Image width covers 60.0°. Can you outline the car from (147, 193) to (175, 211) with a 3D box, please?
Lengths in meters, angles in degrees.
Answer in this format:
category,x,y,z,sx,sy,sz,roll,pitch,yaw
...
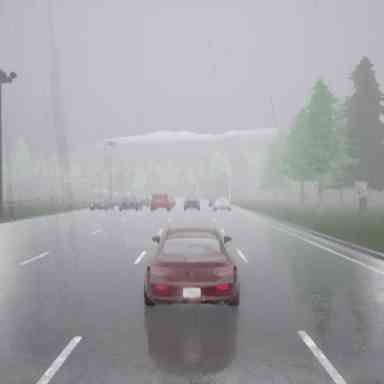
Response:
category,x,y,z,sx,sy,sz,roll,pitch,yaw
car,-3.507,1.141,38.574,2.150,2.045,5.566,0,0,0

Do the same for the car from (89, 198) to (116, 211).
category,x,y,z,sx,sy,sz,roll,pitch,yaw
car,-10.504,1.520,39.029,1.895,1.301,4.718,0,0,0

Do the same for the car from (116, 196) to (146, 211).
category,x,y,z,sx,sy,sz,roll,pitch,yaw
car,-7.008,1.272,38.663,2.097,1.767,4.553,0,0,0

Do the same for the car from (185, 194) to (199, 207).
category,x,y,z,sx,sy,sz,roll,pitch,yaw
car,-0.003,1.248,50.091,2.097,1.767,4.553,0,0,0

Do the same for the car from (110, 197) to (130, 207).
category,x,y,z,sx,sy,sz,roll,pitch,yaw
car,-10.504,1.463,48.943,1.994,1.385,4.181,0,0,0

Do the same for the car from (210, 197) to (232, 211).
category,x,y,z,sx,sy,sz,roll,pitch,yaw
car,3.497,1.445,39.049,1.812,1.442,4.674,0,0,0

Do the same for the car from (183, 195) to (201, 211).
category,x,y,z,sx,sy,sz,roll,pitch,yaw
car,0.003,1.423,39.808,1.837,1.490,4.892,0,0,0

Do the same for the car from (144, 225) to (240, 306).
category,x,y,z,sx,sy,sz,roll,pitch,yaw
car,-0.003,1.509,7.848,1.812,1.442,4.674,0,0,0

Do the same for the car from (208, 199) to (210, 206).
category,x,y,z,sx,sy,sz,roll,pitch,yaw
car,3.488,1.462,49.343,1.994,1.385,4.181,0,0,1
